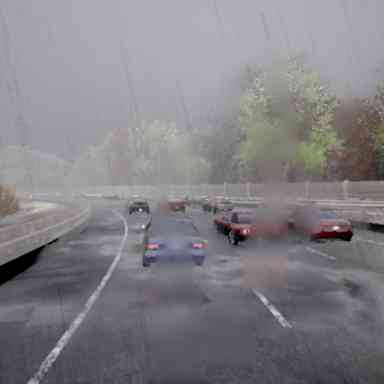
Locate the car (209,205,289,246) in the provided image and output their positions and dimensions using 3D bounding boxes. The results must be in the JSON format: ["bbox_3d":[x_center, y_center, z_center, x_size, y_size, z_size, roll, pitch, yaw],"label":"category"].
[{"bbox_3d":[2.281,1.495,14.781,1.895,1.301,4.718,0,0,-9],"label":"car"}]

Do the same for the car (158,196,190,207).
[{"bbox_3d":[-2.113,1.261,33.189,1.882,1.535,5.008,0,0,-18],"label":"car"}]

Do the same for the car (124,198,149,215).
[{"bbox_3d":[-5.223,1.308,31.436,1.837,1.490,4.892,0,0,-17],"label":"car"}]

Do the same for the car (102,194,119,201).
[{"bbox_3d":[-16.814,1.040,68.242,1.882,1.535,5.008,0,0,-40],"label":"car"}]

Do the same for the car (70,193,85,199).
[{"bbox_3d":[-27.714,1.038,80.396,4.892,1.490,1.837,0,1,44],"label":"car"}]

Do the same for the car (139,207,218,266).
[{"bbox_3d":[-0.719,1.473,11.252,2.033,1.411,5.357,0,0,-7],"label":"car"}]

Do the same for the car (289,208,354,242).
[{"bbox_3d":[5.616,1.442,15.683,1.994,1.385,4.181,0,0,-9],"label":"car"}]

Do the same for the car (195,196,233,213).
[{"bbox_3d":[2.251,1.274,30.934,2.128,1.511,4.902,0,0,-16],"label":"car"}]

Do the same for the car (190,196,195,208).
[{"bbox_3d":[-0.044,1.188,42.330,1.812,1.442,4.674,-1,1,-37],"label":"car"}]
